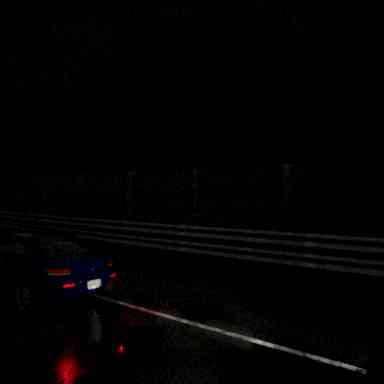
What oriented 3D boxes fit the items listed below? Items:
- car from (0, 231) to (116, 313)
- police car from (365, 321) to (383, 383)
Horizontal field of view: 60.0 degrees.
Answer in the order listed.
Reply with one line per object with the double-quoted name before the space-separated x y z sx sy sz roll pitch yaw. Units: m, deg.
"car" -3.771 1.657 7.936 4.674 1.442 1.812 0 -1 37
"police car" 4.090 1.475 2.126 5.238 1.638 1.930 -1 -1 36
